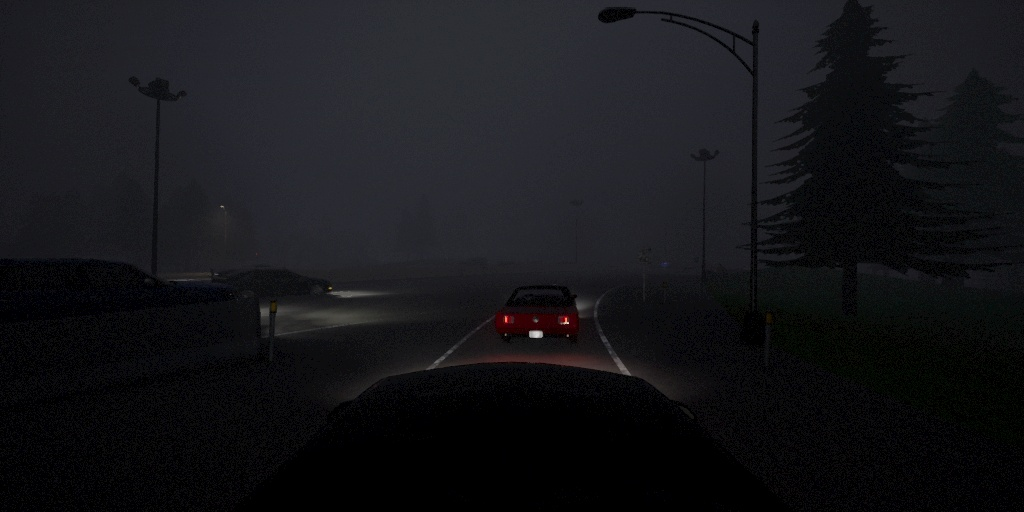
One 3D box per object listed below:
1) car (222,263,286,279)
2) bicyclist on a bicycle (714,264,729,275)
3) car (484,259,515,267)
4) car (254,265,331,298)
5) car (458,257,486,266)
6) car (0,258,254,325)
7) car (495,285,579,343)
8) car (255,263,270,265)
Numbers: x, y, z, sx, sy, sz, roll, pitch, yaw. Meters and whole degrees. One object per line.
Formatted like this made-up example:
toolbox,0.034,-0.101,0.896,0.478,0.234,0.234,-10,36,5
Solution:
car,-24.652,1.371,34.414,1.895,1.301,4.718,0,0,38
bicyclist on a bicycle,28.401,1.853,48.787,1.656,1.620,0.582,4,1,38
car,-1.318,1.489,53.064,2.128,1.511,4.902,0,-1,38
car,-11.292,1.341,17.141,1.837,1.490,4.892,0,0,38
car,-6.273,1.199,58.090,2.150,2.045,5.566,0,-1,38
car,-9.546,1.067,8.101,2.150,2.045,5.566,0,0,39
car,0.877,1.466,10.057,1.895,1.301,4.718,-1,-1,9
car,-20.686,1.382,28.136,1.895,1.301,4.718,0,0,38
